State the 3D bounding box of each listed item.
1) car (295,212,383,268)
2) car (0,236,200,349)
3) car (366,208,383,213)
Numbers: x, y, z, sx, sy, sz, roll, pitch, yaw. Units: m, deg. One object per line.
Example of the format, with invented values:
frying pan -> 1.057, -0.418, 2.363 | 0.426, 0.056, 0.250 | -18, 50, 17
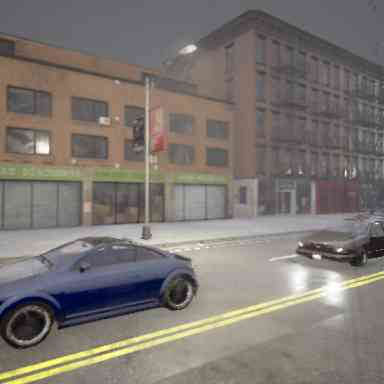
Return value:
car -> 6.097, 1.666, 12.011 | 5.357, 1.411, 2.033 | 1, 0, -35
car -> -1.902, 1.584, 6.314 | 4.181, 1.385, 1.994 | 1, 0, -36
car -> 11.169, 1.697, 19.532 | 4.902, 1.511, 2.128 | 1, 0, -35
